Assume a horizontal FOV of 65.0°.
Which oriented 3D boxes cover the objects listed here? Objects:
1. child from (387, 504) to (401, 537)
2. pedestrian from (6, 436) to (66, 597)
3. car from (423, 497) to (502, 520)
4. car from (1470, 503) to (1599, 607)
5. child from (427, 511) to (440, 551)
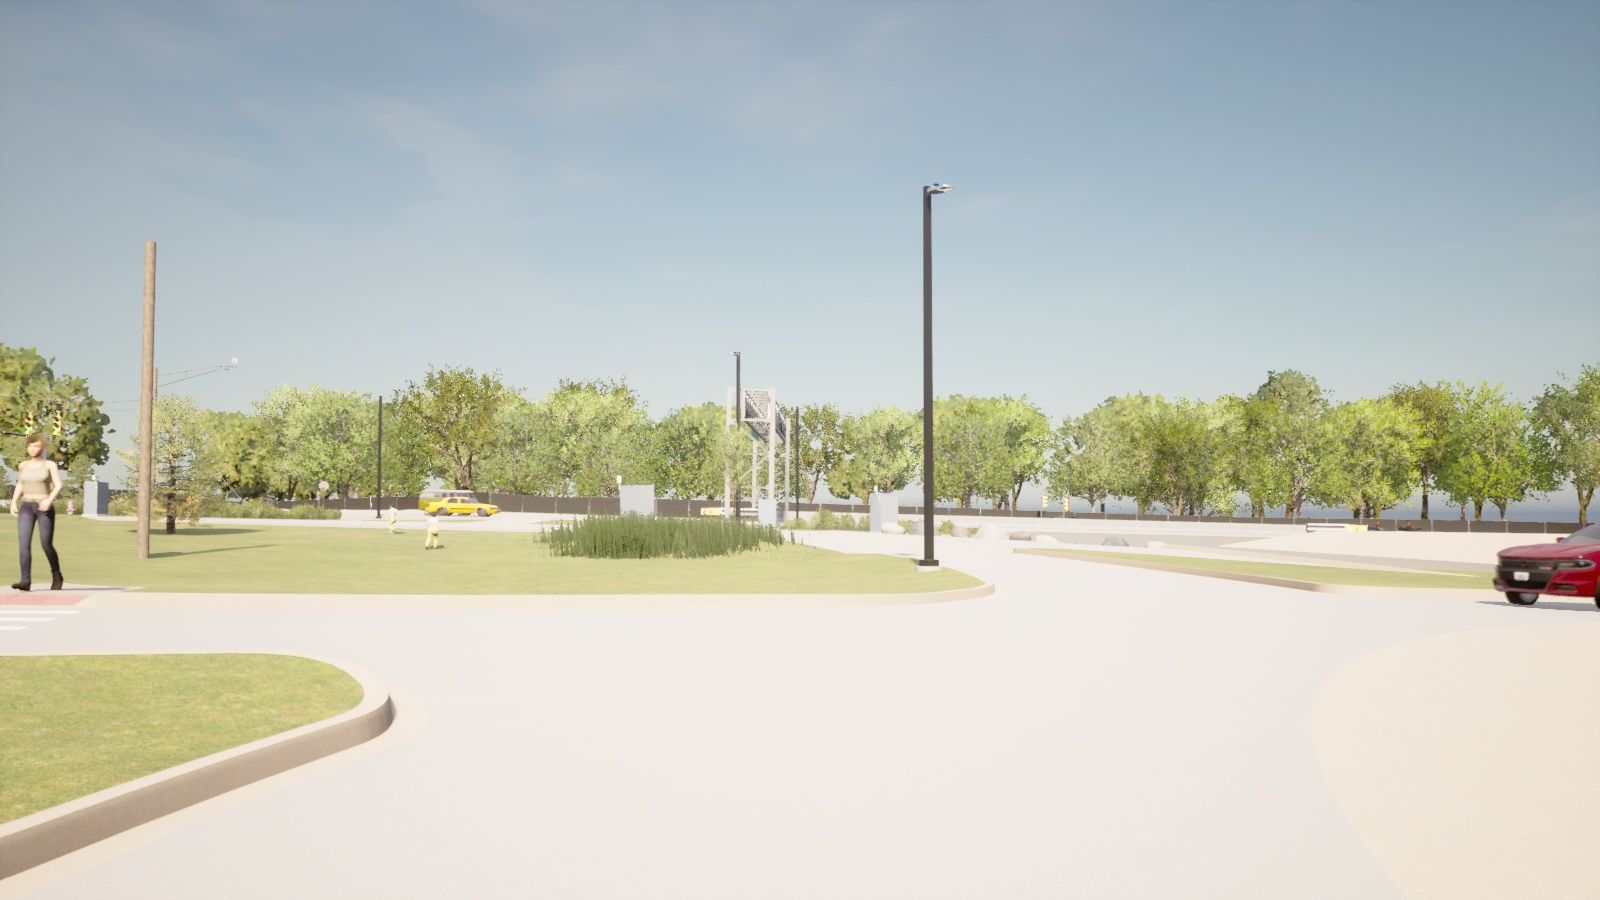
[{"bbox_3d":[-15.590,2.695,48.184,0.437,1.263,0.270,-2,-3,26],"label":"child"},{"bbox_3d":[-8.912,0.773,14.661,0.345,1.836,0.594,0,-3,-6],"label":"pedestrian"},{"bbox_3d":[-25.030,4.338,93.240,5.366,1.575,1.801,1,-3,1],"label":"car"},{"bbox_3d":[13.594,1.724,20.306,5.008,1.535,1.882,3,-4,-17],"label":"car"},{"bbox_3d":[-11.613,2.571,39.778,0.270,1.263,0.437,-1,-3,5],"label":"child"}]
